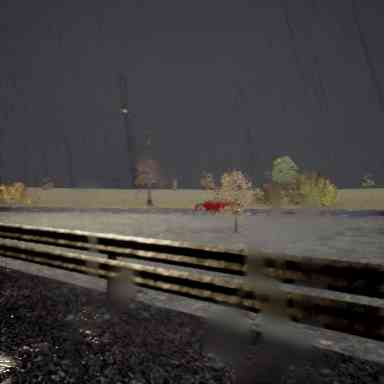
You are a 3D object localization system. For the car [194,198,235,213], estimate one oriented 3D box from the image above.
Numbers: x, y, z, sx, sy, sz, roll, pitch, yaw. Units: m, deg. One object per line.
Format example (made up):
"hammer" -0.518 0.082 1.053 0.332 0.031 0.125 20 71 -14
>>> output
"car" 2.268 1.257 31.518 4.181 1.385 1.994 0 0 14
